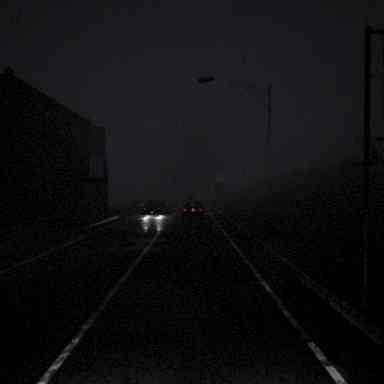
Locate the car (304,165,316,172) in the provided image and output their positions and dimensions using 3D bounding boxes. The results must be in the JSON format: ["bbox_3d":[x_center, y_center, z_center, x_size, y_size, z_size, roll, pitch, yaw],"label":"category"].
[{"bbox_3d":[22.103,-4.016,58.749,2.002,1.452,4.674,0,1,-2],"label":"car"}]

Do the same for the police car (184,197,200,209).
[{"bbox_3d":[-0.089,1.443,45.586,2.038,1.542,4.974,0,-1,-2],"label":"police car"}]

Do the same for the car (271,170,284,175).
[{"bbox_3d":[21.507,-4.557,80.744,2.185,1.767,4.553,0,1,-1],"label":"car"}]

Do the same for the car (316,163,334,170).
[{"bbox_3d":[22.455,-3.937,53.213,2.097,1.535,5.008,0,1,-4],"label":"car"}]

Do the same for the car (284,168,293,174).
[{"bbox_3d":[21.743,-4.266,69.808,2.231,1.521,4.892,0,1,-1],"label":"car"}]

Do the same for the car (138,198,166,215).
[{"bbox_3d":[-3.592,1.441,32.605,2.033,1.411,5.357,0,0,0],"label":"car"}]

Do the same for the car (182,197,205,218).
[{"bbox_3d":[0.102,1.450,28.478,2.033,1.411,5.357,0,0,0],"label":"car"}]

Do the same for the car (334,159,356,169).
[{"bbox_3d":[22.922,-3.944,47.707,2.185,1.767,4.553,0,1,-5],"label":"car"}]

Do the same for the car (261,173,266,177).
[{"bbox_3d":[21.266,-4.722,91.910,2.185,1.767,4.553,0,1,-1],"label":"car"}]

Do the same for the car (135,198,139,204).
[{"bbox_3d":[-11.044,2.067,73.304,2.128,1.511,4.902,-1,-1,-26],"label":"car"}]

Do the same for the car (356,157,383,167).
[{"bbox_3d":[23.541,-3.667,42.017,2.163,1.488,4.792,0,1,-6],"label":"car"}]

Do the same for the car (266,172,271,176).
[{"bbox_3d":[21.389,-4.473,86.238,2.002,1.452,4.674,0,1,-1],"label":"car"}]

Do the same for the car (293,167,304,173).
[{"bbox_3d":[21.871,-4.170,64.291,2.231,1.521,4.892,0,1,-1],"label":"car"}]
